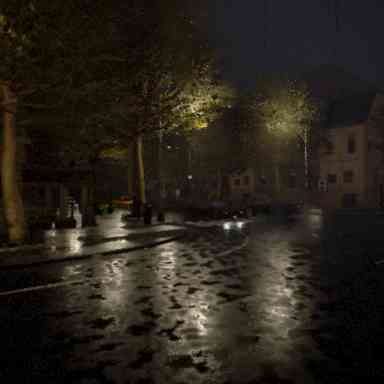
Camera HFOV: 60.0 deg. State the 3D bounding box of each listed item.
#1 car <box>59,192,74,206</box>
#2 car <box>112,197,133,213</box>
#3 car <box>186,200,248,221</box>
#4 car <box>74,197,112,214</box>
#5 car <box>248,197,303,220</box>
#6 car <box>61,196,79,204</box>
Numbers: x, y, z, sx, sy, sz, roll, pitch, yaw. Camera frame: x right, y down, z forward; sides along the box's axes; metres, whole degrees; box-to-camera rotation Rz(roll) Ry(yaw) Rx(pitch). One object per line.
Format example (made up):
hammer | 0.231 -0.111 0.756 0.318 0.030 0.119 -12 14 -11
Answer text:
car | -19.268 1.092 50.212 2.435 2.045 5.566 -1 0 -35
car | -7.754 1.303 39.090 1.882 1.535 5.008 -1 0 -35
car | 1.582 1.368 25.706 2.033 1.411 5.357 -1 1 -33
car | -11.429 1.347 38.159 2.231 1.521 4.892 -1 0 -35
car | 6.211 1.267 25.980 2.128 1.511 4.902 -1 1 -43
car | -21.630 1.396 58.801 1.994 1.385 4.181 -1 0 -35
